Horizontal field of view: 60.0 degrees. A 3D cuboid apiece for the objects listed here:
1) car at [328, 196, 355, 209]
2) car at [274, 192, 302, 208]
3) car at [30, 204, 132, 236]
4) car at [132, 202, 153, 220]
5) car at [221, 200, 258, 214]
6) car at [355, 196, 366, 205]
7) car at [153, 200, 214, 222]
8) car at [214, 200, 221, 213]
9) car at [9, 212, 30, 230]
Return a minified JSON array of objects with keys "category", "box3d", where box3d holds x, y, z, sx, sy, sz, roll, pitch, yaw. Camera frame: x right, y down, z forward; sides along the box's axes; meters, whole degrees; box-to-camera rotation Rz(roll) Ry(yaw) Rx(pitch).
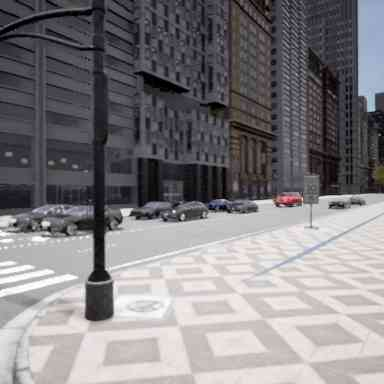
[{"category":"car","box3d":[18.422,1.387,41.355,1.895,1.301,4.718,0,0,36]},{"category":"car","box3d":[13.183,1.049,45.403,2.150,2.045,5.566,0,0,36]},{"category":"car","box3d":[-6.087,1.529,18.864,2.128,1.511,4.902,0,0,34]},{"category":"car","box3d":[-2.951,1.542,28.743,2.033,1.411,5.357,0,0,36]},{"category":"car","box3d":[5.262,1.478,34.549,1.994,1.385,4.181,0,0,36]},{"category":"car","box3d":[24.862,1.272,50.281,1.994,1.385,4.181,0,0,36]},{"category":"car","box3d":[-0.554,1.484,26.510,1.837,1.490,4.892,0,0,36]},{"category":"car","box3d":[2.912,1.531,36.855,1.895,1.301,4.718,0,0,36]},{"category":"car","box3d":[-8.699,1.547,20.765,2.128,1.511,4.902,0,0,37]}]
